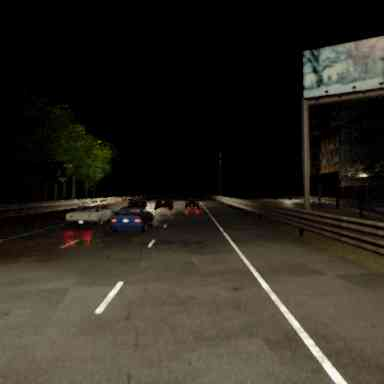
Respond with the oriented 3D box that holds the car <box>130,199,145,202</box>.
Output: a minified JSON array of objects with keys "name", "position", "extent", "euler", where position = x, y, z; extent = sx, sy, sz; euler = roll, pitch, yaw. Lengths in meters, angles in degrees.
[{"name":"car","position":[-6.917,1.531,42.529],"extent":[1.895,1.301,4.718],"euler":[0,0,0]}]

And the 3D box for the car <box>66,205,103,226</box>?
[{"name":"car","position":[-6.903,1.568,22.876],"extent":[1.895,1.301,4.718],"euler":[0,0,0]}]

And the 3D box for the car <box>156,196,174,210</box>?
[{"name":"car","position":[-3.409,1.283,41.644],"extent":[2.097,1.767,4.553],"euler":[0,0,0]}]

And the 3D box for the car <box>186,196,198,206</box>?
[{"name":"car","position":[-0.012,1.444,52.671],"extent":[1.812,1.442,4.674],"euler":[0,0,0]}]

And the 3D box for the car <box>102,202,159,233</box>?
[{"name":"car","position":[-3.403,1.521,19.563],"extent":[2.033,1.411,5.357],"euler":[0,0,0]}]

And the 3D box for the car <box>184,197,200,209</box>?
[{"name":"car","position":[0.023,1.454,44.248],"extent":[1.812,1.442,4.674],"euler":[0,0,1]}]
